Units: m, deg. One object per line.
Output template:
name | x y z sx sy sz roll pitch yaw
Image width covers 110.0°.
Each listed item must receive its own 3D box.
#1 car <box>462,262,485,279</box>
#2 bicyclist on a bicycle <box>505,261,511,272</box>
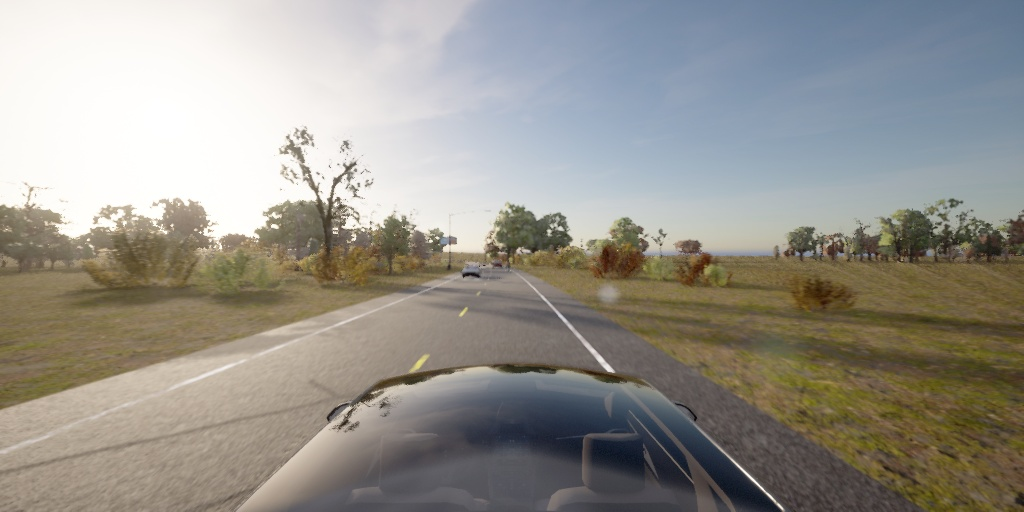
car | -4.271 1.626 38.533 2.033 1.411 5.357 0 -1 -2
bicyclist on a bicycle | -0.398 1.647 53.700 0.582 1.620 1.656 0 -1 -3
